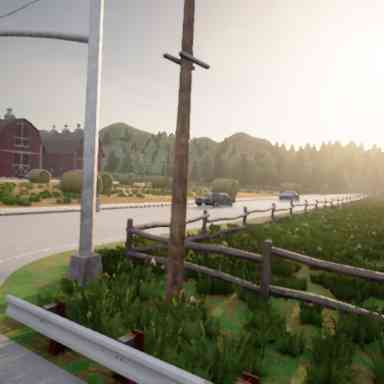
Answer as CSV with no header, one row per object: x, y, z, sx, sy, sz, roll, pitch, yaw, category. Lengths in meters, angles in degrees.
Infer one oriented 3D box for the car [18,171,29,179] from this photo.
-40.065,-3.935,79.734,1.905,1.878,3.866,8,3,-13,car

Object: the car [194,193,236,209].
2.166,0.728,30.212,1.895,1.301,4.718,5,3,33,car

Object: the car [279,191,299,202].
14.173,0.555,48.441,1.882,1.535,5.008,5,2,33,car
